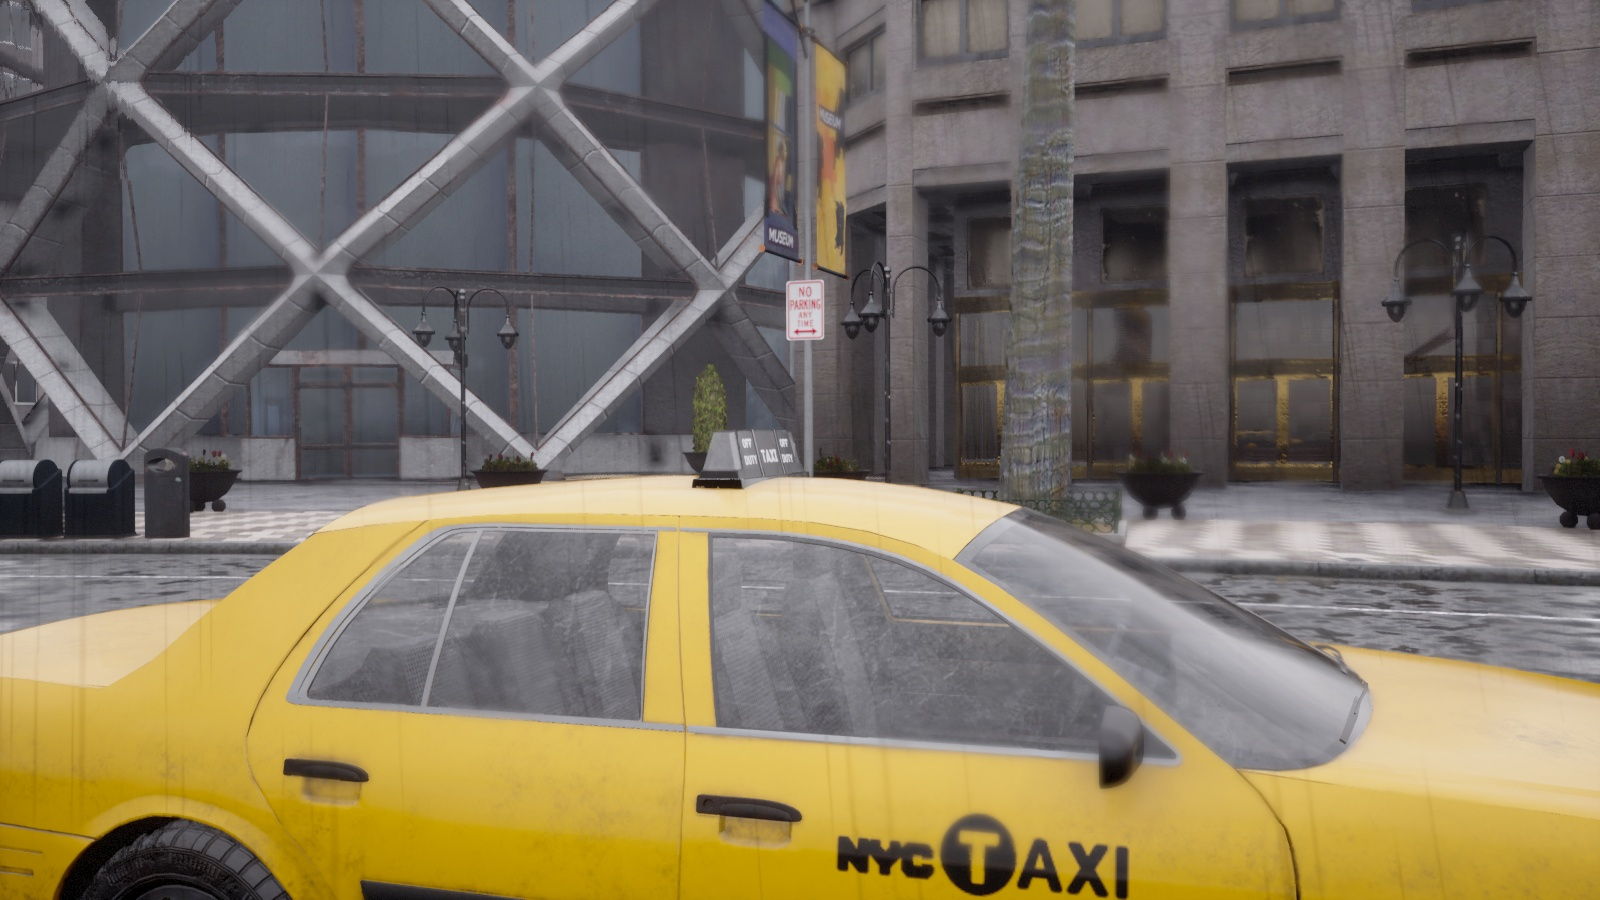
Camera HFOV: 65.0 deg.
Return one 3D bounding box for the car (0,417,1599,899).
[{"bbox_3d":[-0.018,0.713,3.262,5.366,1.575,1.801,0,1,17],"label":"car"}]
